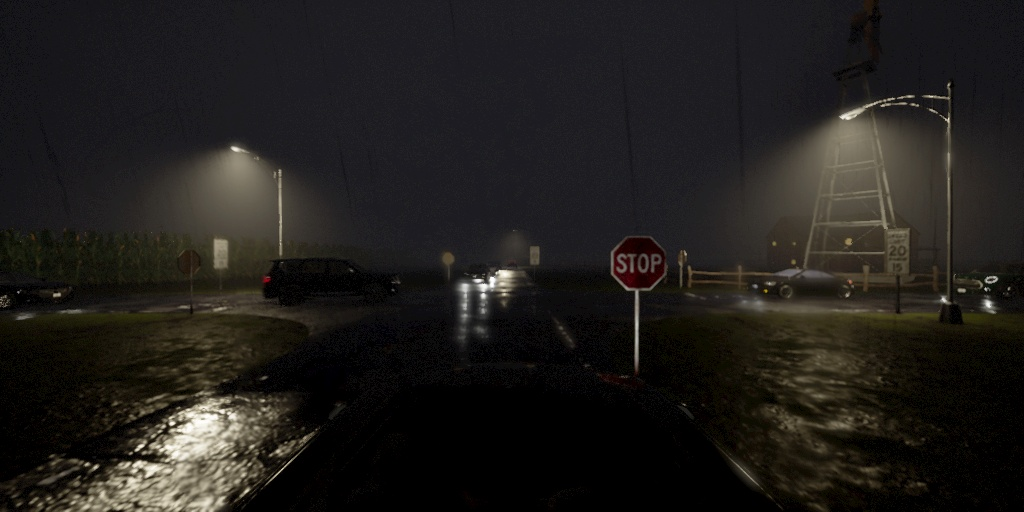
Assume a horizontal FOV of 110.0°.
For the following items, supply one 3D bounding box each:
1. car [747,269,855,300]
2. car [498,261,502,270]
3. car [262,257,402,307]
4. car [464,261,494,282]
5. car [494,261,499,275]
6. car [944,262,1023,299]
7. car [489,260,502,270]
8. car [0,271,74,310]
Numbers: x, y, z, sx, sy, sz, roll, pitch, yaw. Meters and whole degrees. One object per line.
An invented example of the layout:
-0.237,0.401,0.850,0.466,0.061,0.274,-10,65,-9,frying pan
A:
13.985,1.326,17.536,4.181,1.385,1.994,0,0,3,car
-2.789,1.539,50.815,2.033,1.411,5.357,0,0,0,car
-7.851,1.079,16.048,5.566,2.045,2.150,-1,1,-13,car
-2.871,1.404,30.722,1.837,1.490,4.892,0,0,2,car
-2.814,1.546,40.501,1.895,1.301,4.718,0,0,0,car
23.965,1.079,17.230,4.553,1.767,2.097,0,0,2,car
-2.756,1.515,61.289,1.882,1.535,5.008,0,0,0,car
-21.735,1.391,15.167,5.008,1.535,1.882,0,0,0,car
